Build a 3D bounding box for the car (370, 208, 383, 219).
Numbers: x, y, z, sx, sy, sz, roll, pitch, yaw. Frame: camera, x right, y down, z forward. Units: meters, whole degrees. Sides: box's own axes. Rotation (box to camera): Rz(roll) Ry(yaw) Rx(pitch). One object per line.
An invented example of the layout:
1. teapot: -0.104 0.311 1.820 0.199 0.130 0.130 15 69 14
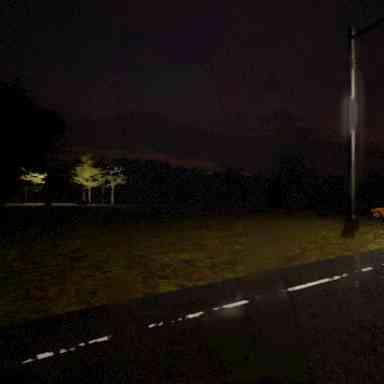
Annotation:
1. car: 19.183 1.755 30.670 1.882 1.535 5.008 3 -3 -36
